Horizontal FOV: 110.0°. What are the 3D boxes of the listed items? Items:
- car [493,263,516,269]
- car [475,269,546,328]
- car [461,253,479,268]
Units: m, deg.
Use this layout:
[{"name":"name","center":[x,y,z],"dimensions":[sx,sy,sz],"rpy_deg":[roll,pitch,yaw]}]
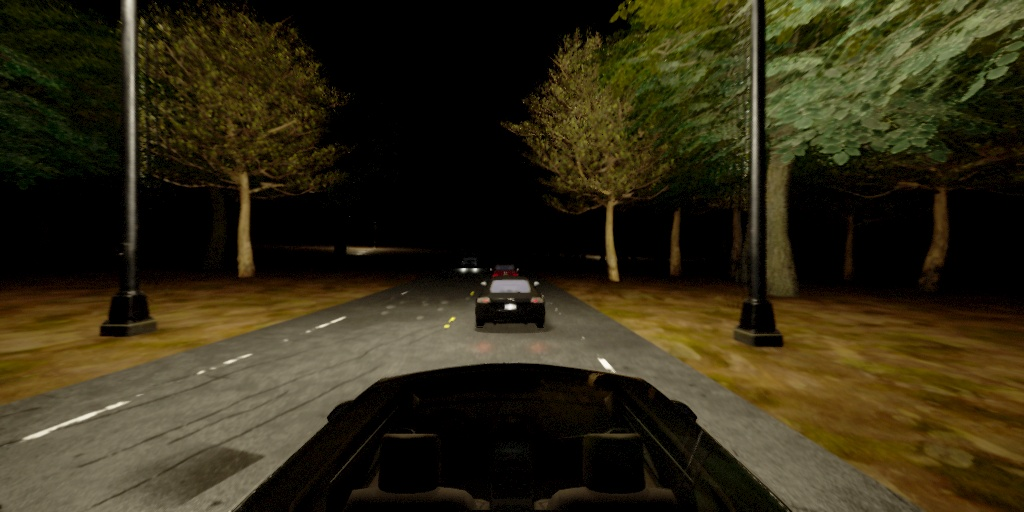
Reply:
[{"name":"car","center":[-0.500,1.174,24.289],"dimensions":[2.033,1.411,5.357],"rpy_deg":[0,1,-2]},{"name":"car","center":[-0.057,1.287,11.348],"dimensions":[1.994,1.385,4.181],"rpy_deg":[0,0,0]},{"name":"car","center":[-5.808,0.597,49.913],"dimensions":[2.150,2.045,5.566],"rpy_deg":[0,1,-4]}]
